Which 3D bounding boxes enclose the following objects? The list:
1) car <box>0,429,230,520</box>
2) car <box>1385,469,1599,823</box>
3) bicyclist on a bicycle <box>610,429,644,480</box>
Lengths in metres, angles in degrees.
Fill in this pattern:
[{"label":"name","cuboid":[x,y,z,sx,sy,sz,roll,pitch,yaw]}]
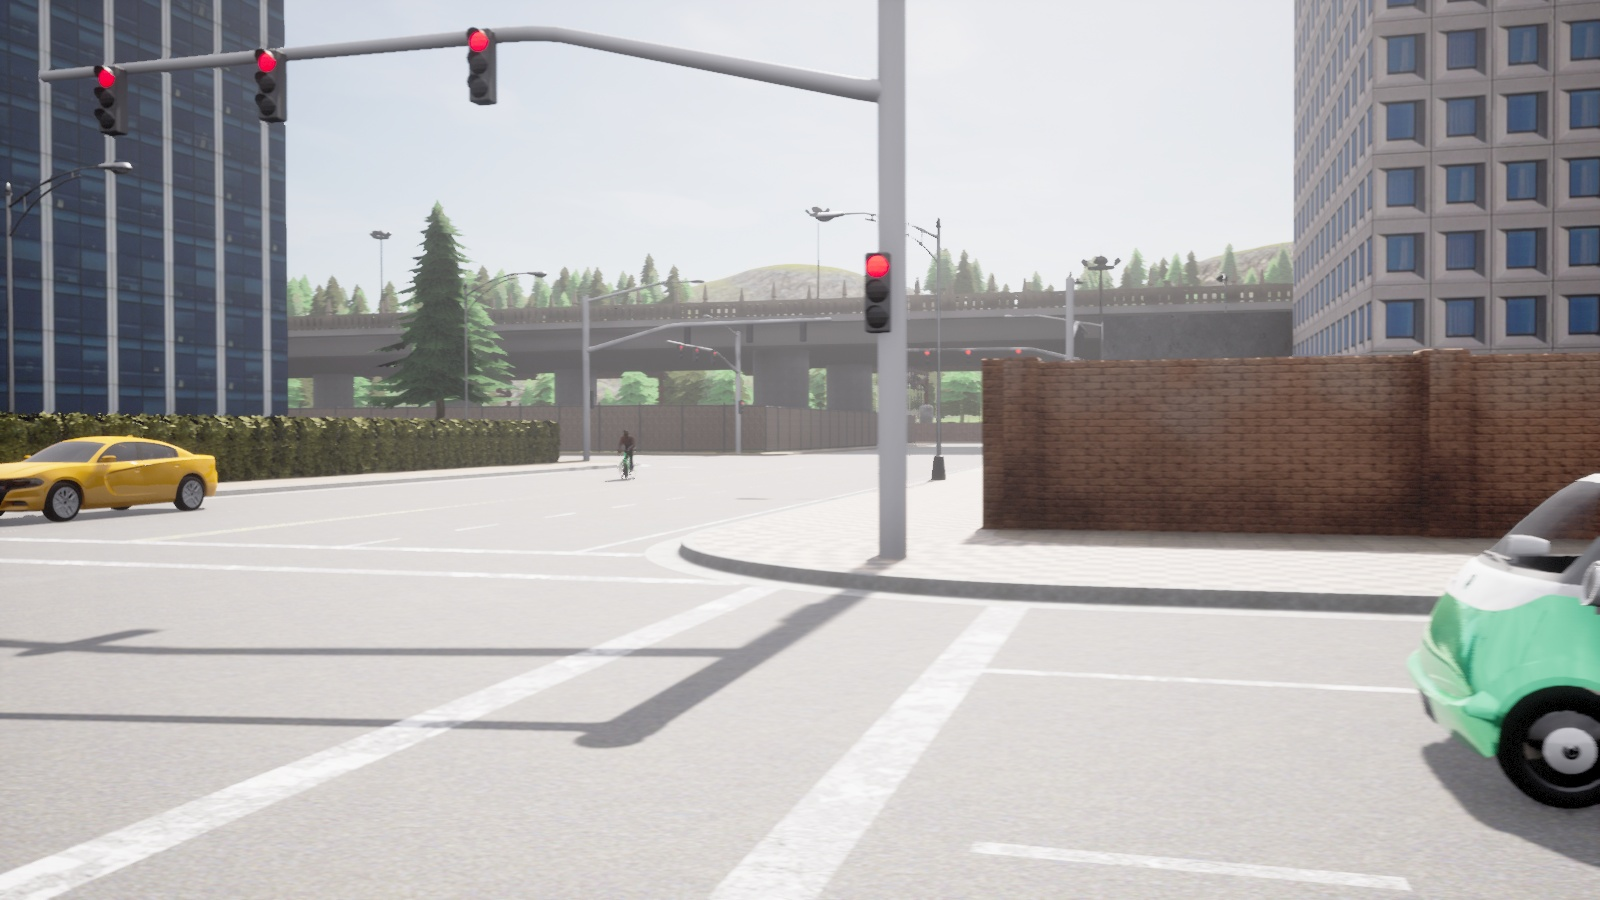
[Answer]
[{"label":"car","cuboid":[-13.497,0.380,24.098,1.882,1.535,5.008,0,1,16]},{"label":"car","cuboid":[3.955,0.811,5.610,2.207,1.376,1.481,1,1,16]},{"label":"bicyclist on a bicycle","cuboid":[-5.544,0.135,40.380,0.582,1.620,1.656,0,1,10]}]
